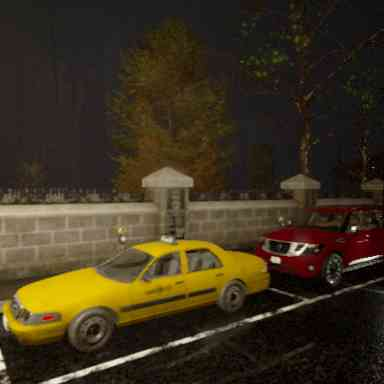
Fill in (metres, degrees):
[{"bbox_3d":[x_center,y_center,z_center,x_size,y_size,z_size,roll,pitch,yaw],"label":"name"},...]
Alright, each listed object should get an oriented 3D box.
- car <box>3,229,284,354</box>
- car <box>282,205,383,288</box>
[{"bbox_3d":[-0.654,1.524,6.089,4.829,1.417,1.752,0,0,-36],"label":"car"},{"bbox_3d":[4.067,1.314,9.458,5.009,1.841,2.192,0,0,-36],"label":"car"}]
